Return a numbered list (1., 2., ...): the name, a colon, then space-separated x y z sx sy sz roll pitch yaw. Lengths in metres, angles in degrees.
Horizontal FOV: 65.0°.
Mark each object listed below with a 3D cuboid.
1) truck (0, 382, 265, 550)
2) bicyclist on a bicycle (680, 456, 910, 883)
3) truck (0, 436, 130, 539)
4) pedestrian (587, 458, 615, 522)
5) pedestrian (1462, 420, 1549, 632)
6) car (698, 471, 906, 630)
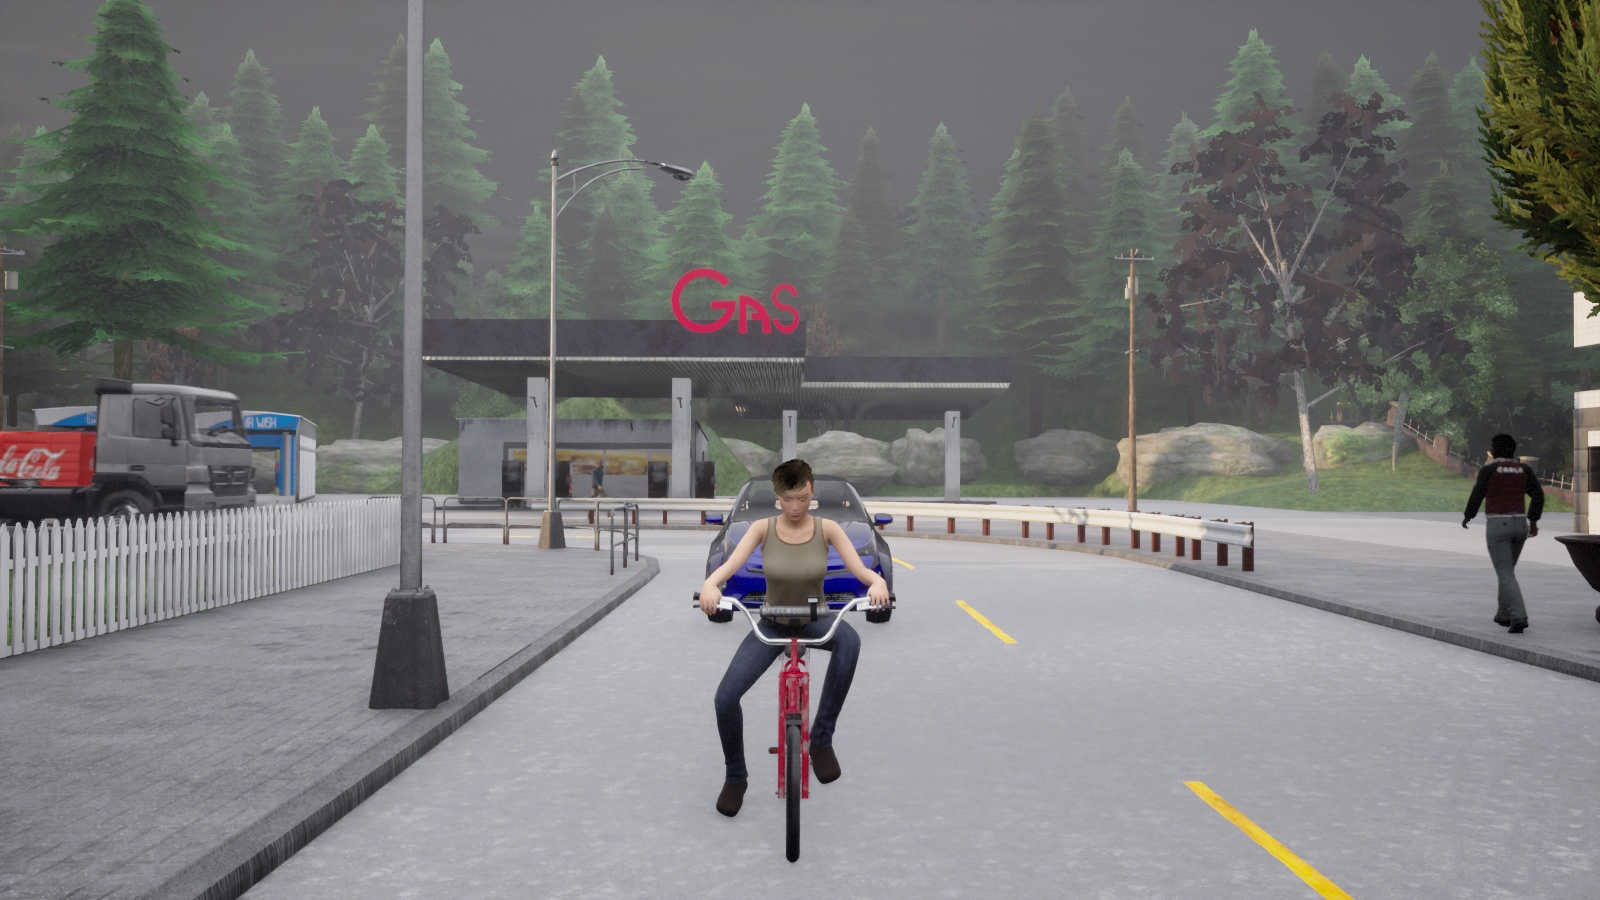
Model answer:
1. truck: -16.270 0.357 27.422 7.936 3.462 2.891 0 -1 0
2. bicyclist on a bicycle: -0.018 0.844 5.523 0.866 1.612 1.509 0 -1 0
3. truck: -20.059 0.934 31.396 5.204 2.467 2.627 0 -1 0
4. pedestrian: -5.793 1.159 36.505 0.726 1.842 0.402 -1 -1 32
5. pedestrian: 6.608 0.695 11.777 0.402 1.930 0.666 0 -1 -2
6. car: -0.022 1.002 14.357 2.007 1.525 4.514 0 -1 -1
